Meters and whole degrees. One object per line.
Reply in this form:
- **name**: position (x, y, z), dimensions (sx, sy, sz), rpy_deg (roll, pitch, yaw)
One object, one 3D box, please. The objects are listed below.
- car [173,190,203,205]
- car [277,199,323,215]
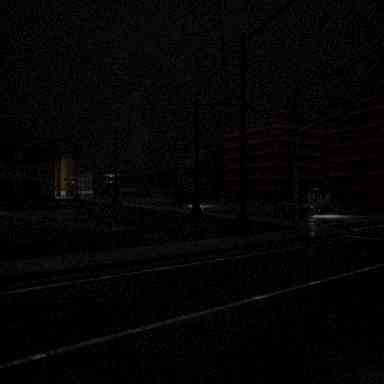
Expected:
- **car**: position (-0.671, 0.774, 49.019), dimensions (2.150, 2.045, 5.566), rpy_deg (0, 1, -34)
- **car**: position (10.506, 1.393, 32.719), dimensions (1.812, 1.442, 4.674), rpy_deg (0, 1, -34)
